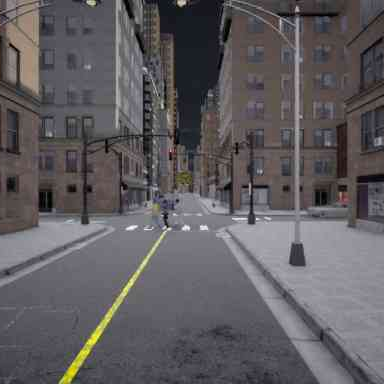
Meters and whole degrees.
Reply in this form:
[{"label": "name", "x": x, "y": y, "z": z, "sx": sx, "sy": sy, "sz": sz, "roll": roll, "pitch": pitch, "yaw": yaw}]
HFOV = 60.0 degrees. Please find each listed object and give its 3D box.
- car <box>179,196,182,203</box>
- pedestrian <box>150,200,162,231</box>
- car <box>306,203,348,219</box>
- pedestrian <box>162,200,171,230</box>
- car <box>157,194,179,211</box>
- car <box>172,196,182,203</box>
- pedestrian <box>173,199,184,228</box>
[{"label": "car", "x": -3.134, "y": 1.568, "z": 53.492, "sx": 2.033, "sy": 1.411, "sz": 5.357, "roll": 0, "pitch": 0, "yaw": 0}, {"label": "pedestrian", "x": -2.095, "y": 1.298, "z": 19.257, "sx": 0.375, "sy": 1.860, "sz": 0.375, "roll": 0, "pitch": 0, "yaw": 0}, {"label": "car", "x": 12.413, "y": 1.592, "z": 28.645, "sx": 4.718, "sy": 1.301, "sz": 1.895, "roll": 0, "pitch": 0, "yaw": 0}, {"label": "pedestrian", "x": -1.550, "y": 1.298, "z": 19.796, "sx": 0.375, "sy": 1.860, "sz": 0.375, "roll": 0, "pitch": 0, "yaw": 0}, {"label": "car", "x": -3.138, "y": 1.236, "z": 41.547, "sx": 2.150, "sy": 2.045, "sz": 5.566, "roll": 0, "pitch": 0, "yaw": -1}, {"label": "car", "x": -3.056, "y": 1.585, "z": 68.802, "sx": 1.994, "sy": 1.385, "sz": 4.181, "roll": 0, "pitch": 0, "yaw": 0}, {"label": "pedestrian", "x": -0.830, "y": 1.298, "z": 20.471, "sx": 0.375, "sy": 1.860, "sz": 0.375, "roll": 0, "pitch": 0, "yaw": 0}]
